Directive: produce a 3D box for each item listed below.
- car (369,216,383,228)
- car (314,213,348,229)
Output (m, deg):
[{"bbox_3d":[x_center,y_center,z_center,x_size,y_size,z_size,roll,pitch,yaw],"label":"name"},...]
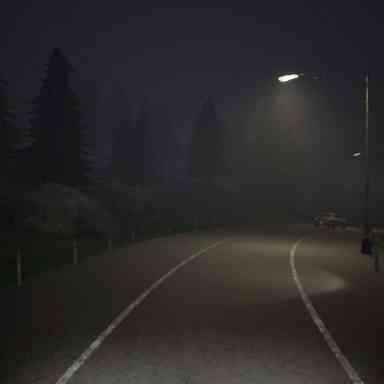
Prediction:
[{"bbox_3d":[24.007,3.737,41.358,4.902,1.511,2.128,5,-2,-33],"label":"car"},{"bbox_3d":[13.663,2.815,32.725,1.812,1.442,4.674,1,-4,44],"label":"car"}]
